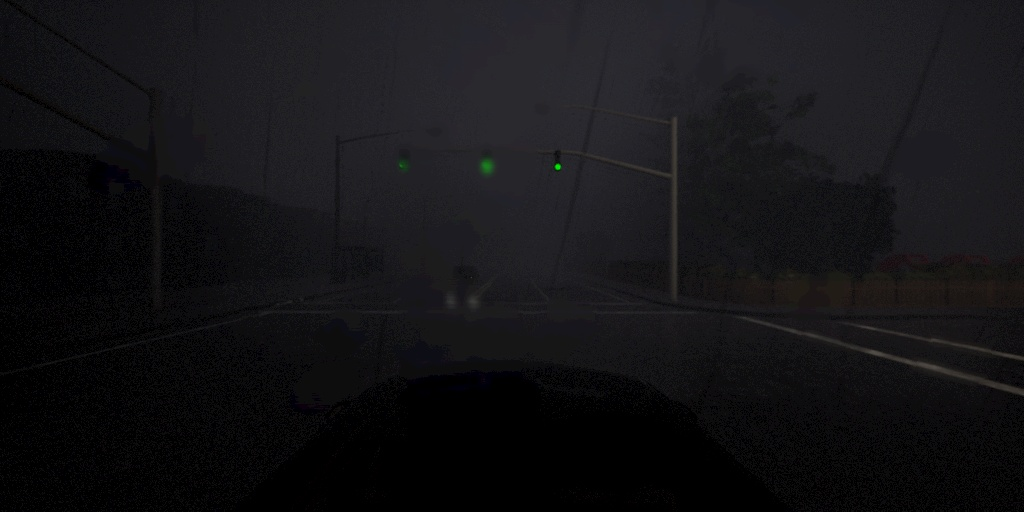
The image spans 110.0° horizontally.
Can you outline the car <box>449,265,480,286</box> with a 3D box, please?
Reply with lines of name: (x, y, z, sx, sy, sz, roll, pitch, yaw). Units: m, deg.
car: (-3.517, 1.456, 27.067, 1.837, 1.490, 4.892, 0, 1, 0)
